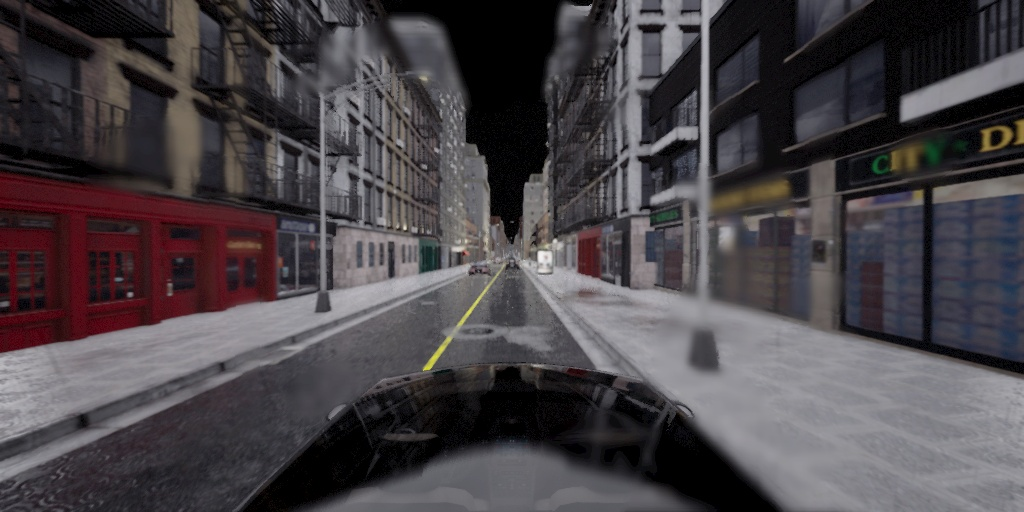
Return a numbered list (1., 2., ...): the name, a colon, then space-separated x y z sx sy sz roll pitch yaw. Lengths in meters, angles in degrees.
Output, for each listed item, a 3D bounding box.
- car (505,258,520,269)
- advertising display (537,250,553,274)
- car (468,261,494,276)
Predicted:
1. car: 0.067 1.141 50.833 1.812 1.442 4.674 0 0 1
2. advertising display: 3.143 0.686 34.224 1.540 2.440 0.280 0 0 0
3. car: -3.083 1.222 35.049 1.994 1.385 4.181 0 0 0
